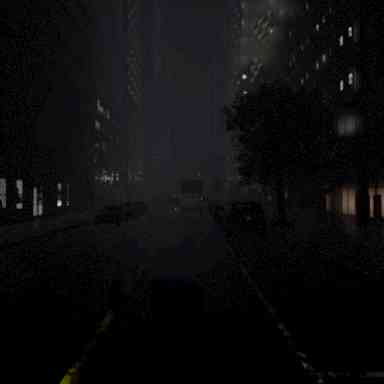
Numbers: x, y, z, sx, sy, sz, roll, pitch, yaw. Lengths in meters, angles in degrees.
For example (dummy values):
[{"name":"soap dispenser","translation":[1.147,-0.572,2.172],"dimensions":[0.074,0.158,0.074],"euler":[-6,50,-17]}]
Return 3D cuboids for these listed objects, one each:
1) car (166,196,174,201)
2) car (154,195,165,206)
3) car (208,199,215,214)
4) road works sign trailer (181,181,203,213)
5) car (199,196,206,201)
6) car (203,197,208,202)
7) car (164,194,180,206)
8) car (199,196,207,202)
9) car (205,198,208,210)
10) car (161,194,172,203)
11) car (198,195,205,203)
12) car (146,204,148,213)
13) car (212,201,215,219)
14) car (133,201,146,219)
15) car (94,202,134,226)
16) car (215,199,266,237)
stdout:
[{"name":"car","translation":[-5.673,1.663,86.386],"dimensions":[1.802,1.307,4.206],"euler":[1,0,0]},{"name":"car","translation":[-5.677,1.628,58.008],"dimensions":[1.887,1.381,4.507],"euler":[0,0,0]},{"name":"car","translation":[2.700,1.603,29.622],"dimensions":[1.887,1.381,4.507],"euler":[0,0,0]},{"name":"road works sign trailer","translation":[0.005,0.533,37.209],"dimensions":[2.380,3.560,2.880],"euler":[0,0,0]},{"name":"car","translation":[2.708,1.663,86.370],"dimensions":[1.802,1.307,4.206],"euler":[1,0,0]},{"name":"car","translation":[2.701,1.598,41.143],"dimensions":[1.752,1.417,4.829],"euler":[0,0,0]},{"name":"car","translation":[-3.054,1.575,57.070],"dimensions":[2.128,1.511,4.902],"euler":[0,0,0]},{"name":"car","translation":[2.707,1.666,80.696],"dimensions":[1.802,1.307,4.206],"euler":[1,0,0]},{"name":"car","translation":[2.700,1.617,35.296],"dimensions":[2.008,1.369,4.403],"euler":[0,0,0]},{"name":"car","translation":[-5.672,1.400,75.036],"dimensions":[2.192,1.841,5.009],"euler":[0,0,0]},{"name":"car","translation":[2.706,1.651,69.347],"dimensions":[1.947,1.339,4.313],"euler":[0,0,0]},{"name":"car","translation":[-5.680,1.617,35.304],"dimensions":[2.008,1.369,4.403],"euler":[0,0,0]},{"name":"car","translation":[2.699,1.575,24.118],"dimensions":[1.752,1.417,4.829],"euler":[0,0,0]},{"name":"car","translation":[-5.681,1.609,29.629],"dimensions":[2.008,1.369,4.403],"euler":[0,0,0]},{"name":"car","translation":[-5.682,1.594,23.954],"dimensions":[1.887,1.381,4.507],"euler":[0,0,0]},{"name":"car","translation":[2.700,1.354,18.274],"dimensions":[2.192,1.841,5.009],"euler":[0,0,0]}]
